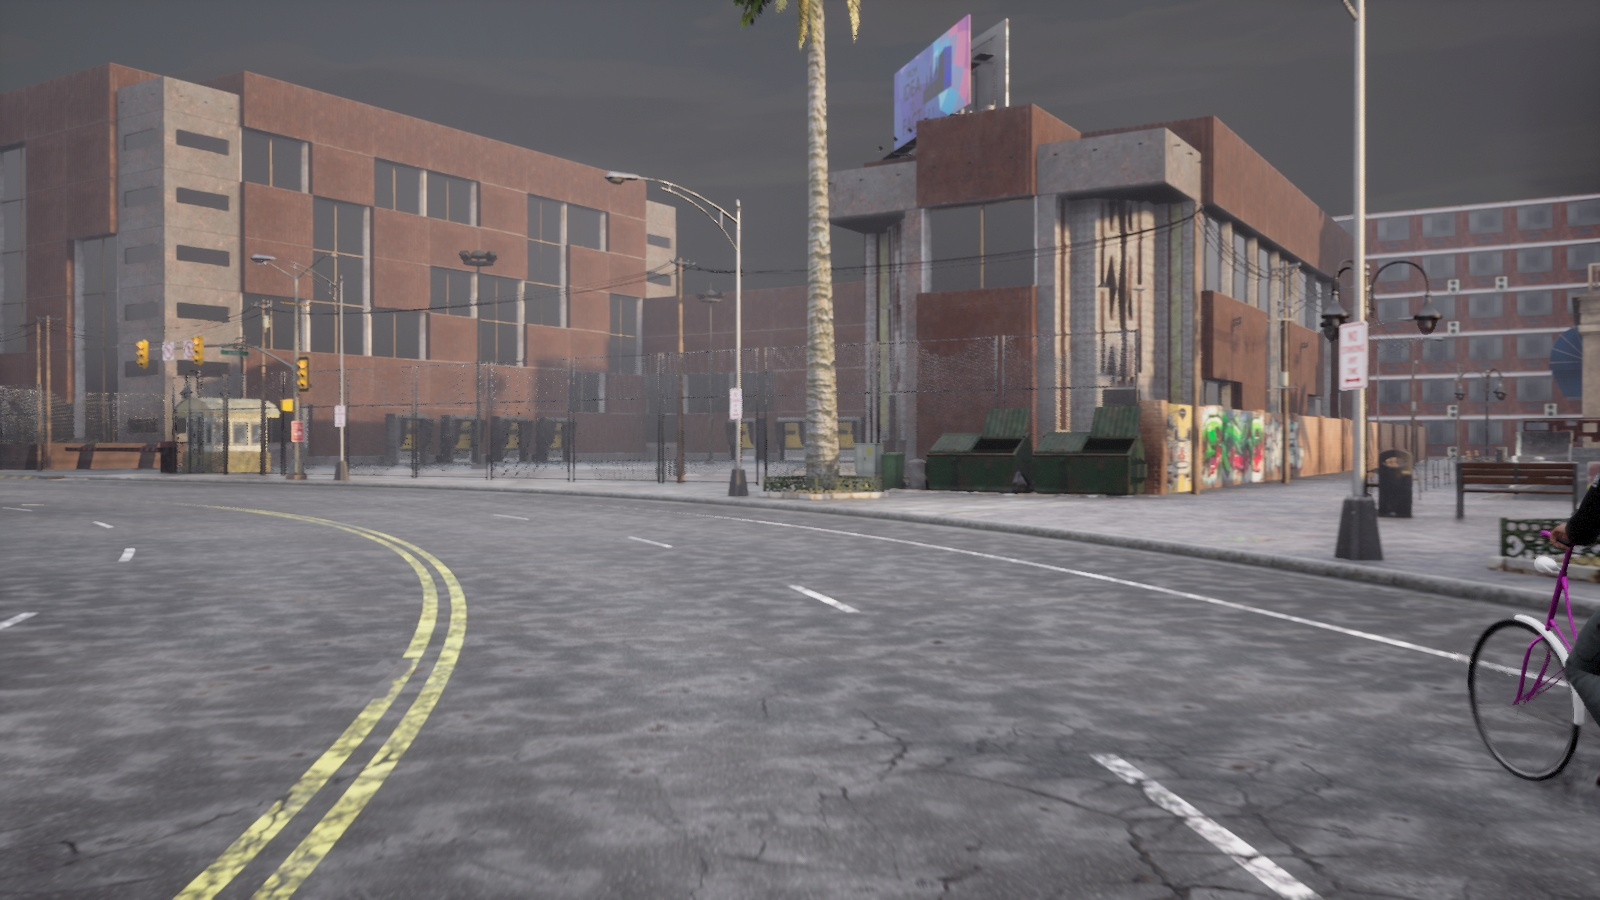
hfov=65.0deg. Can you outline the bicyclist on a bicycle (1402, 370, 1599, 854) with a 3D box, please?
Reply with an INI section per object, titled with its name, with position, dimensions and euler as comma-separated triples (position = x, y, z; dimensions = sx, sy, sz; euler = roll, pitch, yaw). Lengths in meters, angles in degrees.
[bicyclist on a bicycle]
position = 3.226, 0.590, 4.978
dimensions = 0.659, 1.776, 1.843
euler = 0, 1, -5
